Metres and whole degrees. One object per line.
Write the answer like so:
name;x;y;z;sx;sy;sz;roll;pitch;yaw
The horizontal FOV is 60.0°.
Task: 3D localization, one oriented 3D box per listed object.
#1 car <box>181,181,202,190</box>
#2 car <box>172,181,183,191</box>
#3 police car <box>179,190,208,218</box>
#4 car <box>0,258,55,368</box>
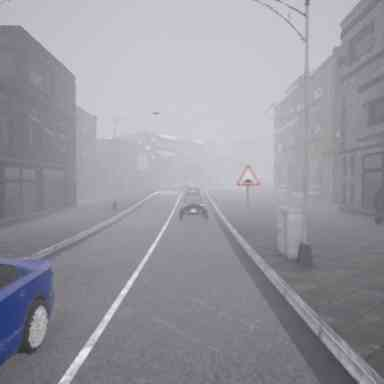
car;0.134;-0.258;42.344;2.163;1.488;4.792;0;4;1
car;-1.681;-0.992;53.901;2.128;1.511;4.902;1;3;19
police car;0.098;0.919;24.283;2.038;1.542;4.974;0;3;0
car;-3.100;1.475;3.258;1.882;1.535;5.008;0;0;0
